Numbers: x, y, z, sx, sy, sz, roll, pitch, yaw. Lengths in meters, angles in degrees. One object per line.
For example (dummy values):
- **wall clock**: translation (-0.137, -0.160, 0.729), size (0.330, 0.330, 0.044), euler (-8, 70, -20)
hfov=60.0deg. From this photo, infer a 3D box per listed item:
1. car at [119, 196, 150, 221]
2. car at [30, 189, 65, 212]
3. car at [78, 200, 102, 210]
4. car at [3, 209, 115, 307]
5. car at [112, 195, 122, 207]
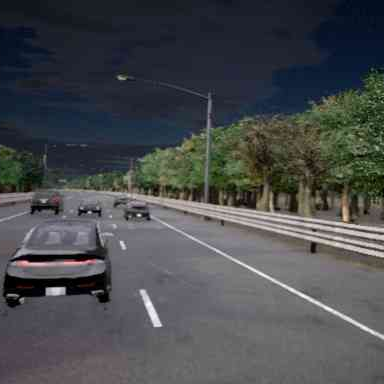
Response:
- **car**: translation (-4.441, 1.381, 26.248), size (1.837, 1.490, 4.892), euler (2, 0, -16)
- **car**: translation (-12.361, 0.818, 28.676), size (2.150, 2.045, 5.566), euler (2, 0, -16)
- **car**: translation (-8.782, 1.325, 28.816), size (1.895, 1.301, 4.718), euler (2, 0, -16)
- **car**: translation (-2.881, 1.398, 7.797), size (2.128, 1.511, 4.902), euler (2, 0, -16)
- **car**: translation (-9.317, 1.231, 43.628), size (1.837, 1.490, 4.892), euler (2, -1, -16)
